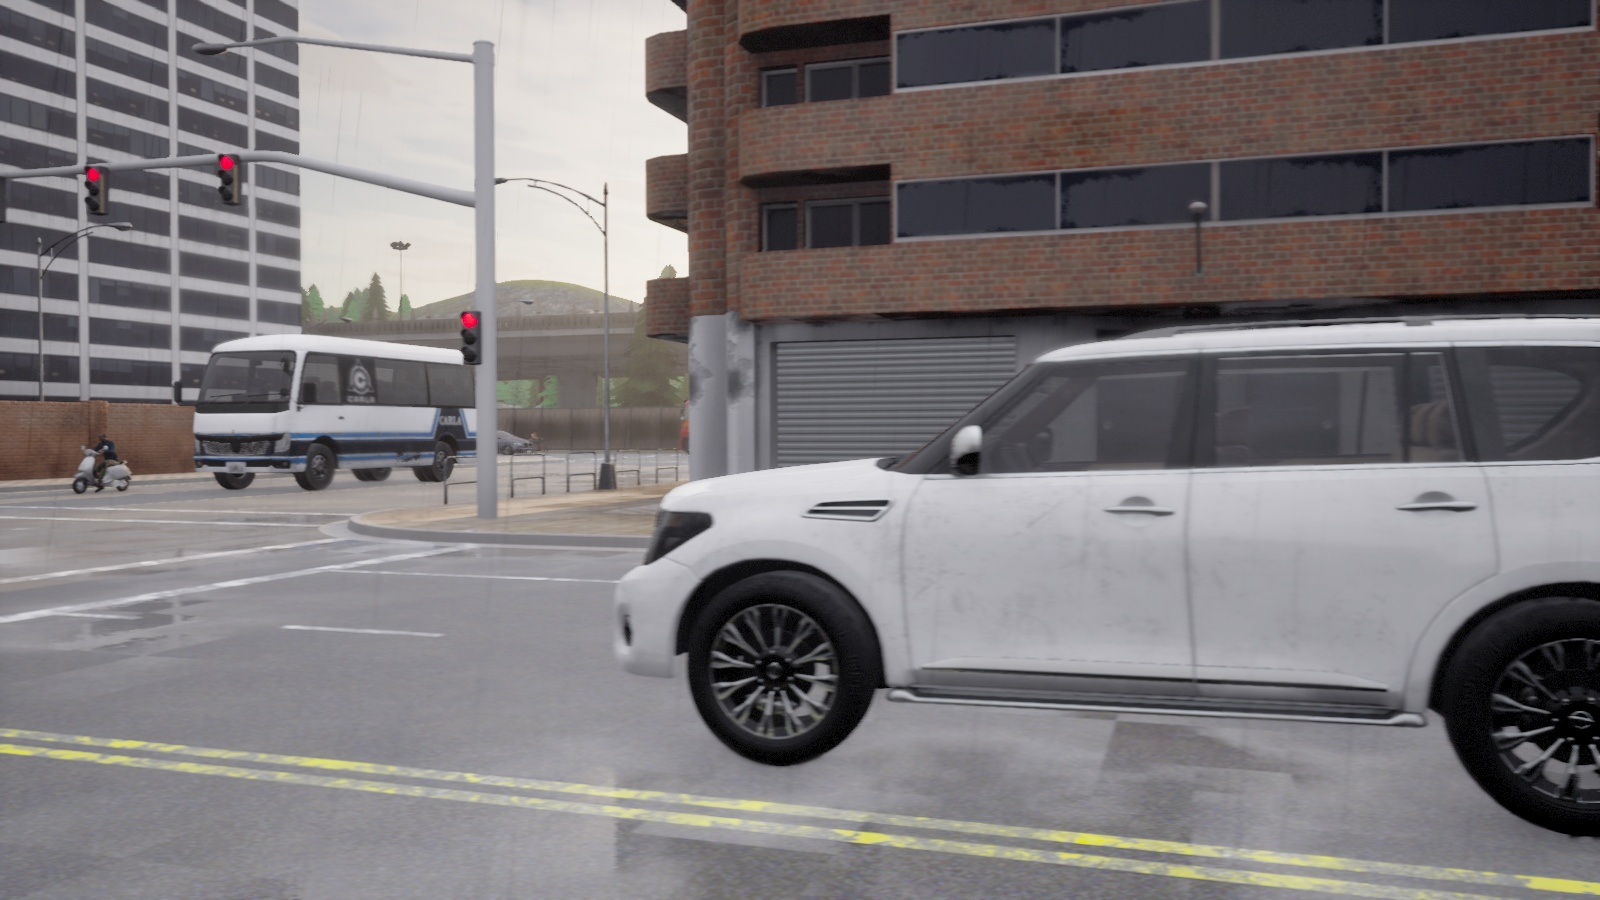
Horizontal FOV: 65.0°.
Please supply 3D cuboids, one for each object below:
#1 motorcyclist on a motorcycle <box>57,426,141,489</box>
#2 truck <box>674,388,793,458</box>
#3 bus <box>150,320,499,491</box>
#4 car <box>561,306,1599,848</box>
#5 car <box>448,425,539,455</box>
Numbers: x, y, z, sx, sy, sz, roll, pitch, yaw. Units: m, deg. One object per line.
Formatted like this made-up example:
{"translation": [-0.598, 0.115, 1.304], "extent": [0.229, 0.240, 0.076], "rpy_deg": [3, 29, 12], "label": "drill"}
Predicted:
{"translation": [-18.289, 0.186, 32.809], "extent": [0.866, 1.590, 1.817], "rpy_deg": [1, 1, 18], "label": "motorcyclist on a motorcycle"}
{"translation": [-3.969, -1.528, 72.327], "extent": [2.891, 3.827, 8.468], "rpy_deg": [0, 1, -34], "label": "truck"}
{"translation": [-13.299, -1.188, 36.715], "extent": [3.944, 4.253, 10.273], "rpy_deg": [1, 1, 18], "label": "bus"}
{"translation": [1.813, 0.452, 6.272], "extent": [5.566, 2.045, 2.150], "rpy_deg": [1, 1, 19], "label": "car"}
{"translation": [-17.653, -0.609, 72.330], "extent": [4.611, 1.667, 2.242], "rpy_deg": [1, 1, 18], "label": "car"}
